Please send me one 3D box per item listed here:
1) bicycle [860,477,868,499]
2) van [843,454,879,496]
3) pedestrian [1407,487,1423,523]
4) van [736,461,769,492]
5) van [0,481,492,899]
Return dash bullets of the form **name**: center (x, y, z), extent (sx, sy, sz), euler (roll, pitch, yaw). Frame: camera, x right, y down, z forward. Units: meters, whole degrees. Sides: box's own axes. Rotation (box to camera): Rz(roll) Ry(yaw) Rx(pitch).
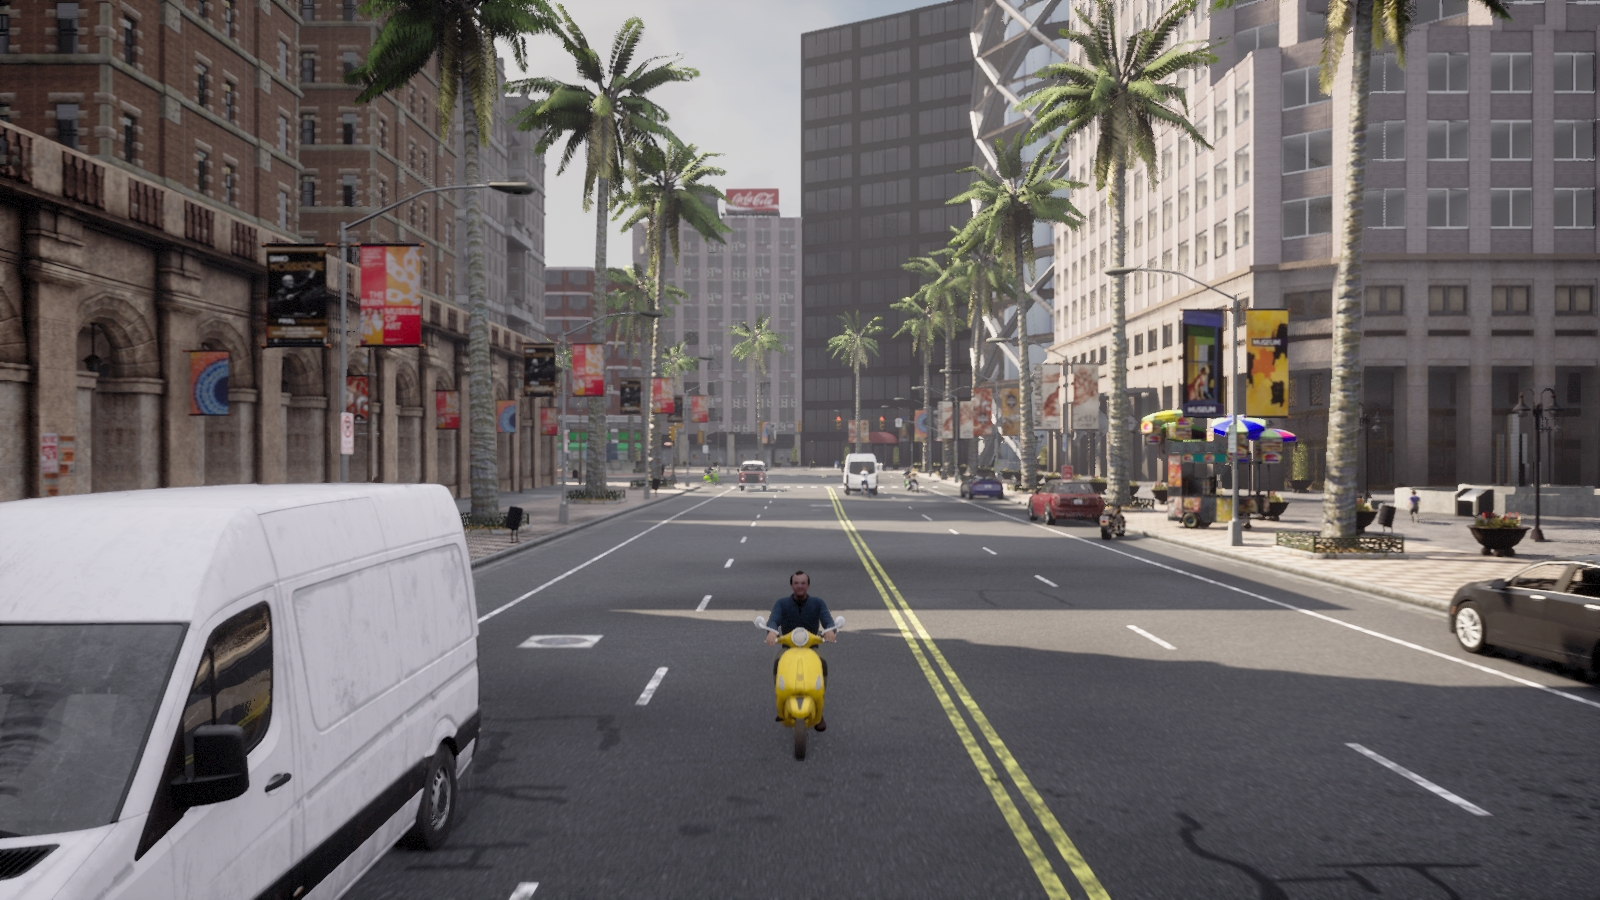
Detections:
- **bicycle**: center (3.720, 2.190, 66.220), extent (0.373, 1.196, 1.643), euler (0, 0, 1)
- **van**: center (3.785, 1.517, 72.043), extent (1.988, 2.561, 5.915), euler (0, 0, 1)
- **pedestrian**: center (22.158, 1.984, 41.165), extent (0.375, 1.300, 0.375), euler (0, 0, 7)
- **van**: center (-3.173, 1.762, 77.516), extent (2.069, 2.038, 4.480), euler (0, 0, 0)
- **van**: center (-3.504, 1.532, 6.344), extent (1.988, 2.561, 5.915), euler (0, 0, 0)
